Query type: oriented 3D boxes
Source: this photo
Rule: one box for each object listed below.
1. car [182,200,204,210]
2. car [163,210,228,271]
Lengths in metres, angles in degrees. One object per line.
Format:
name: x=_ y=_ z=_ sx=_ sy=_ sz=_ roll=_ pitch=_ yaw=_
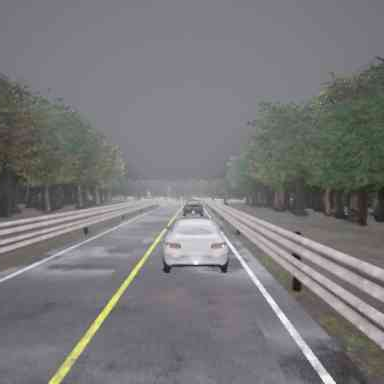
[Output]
car: x=0.124 y=1.581 z=32.814 sx=1.837 sy=1.490 sz=4.892 roll=0 pitch=0 yaw=0
car: x=0.106 y=1.542 z=10.793 sx=1.812 sy=1.442 sz=4.674 roll=0 pitch=0 yaw=0
